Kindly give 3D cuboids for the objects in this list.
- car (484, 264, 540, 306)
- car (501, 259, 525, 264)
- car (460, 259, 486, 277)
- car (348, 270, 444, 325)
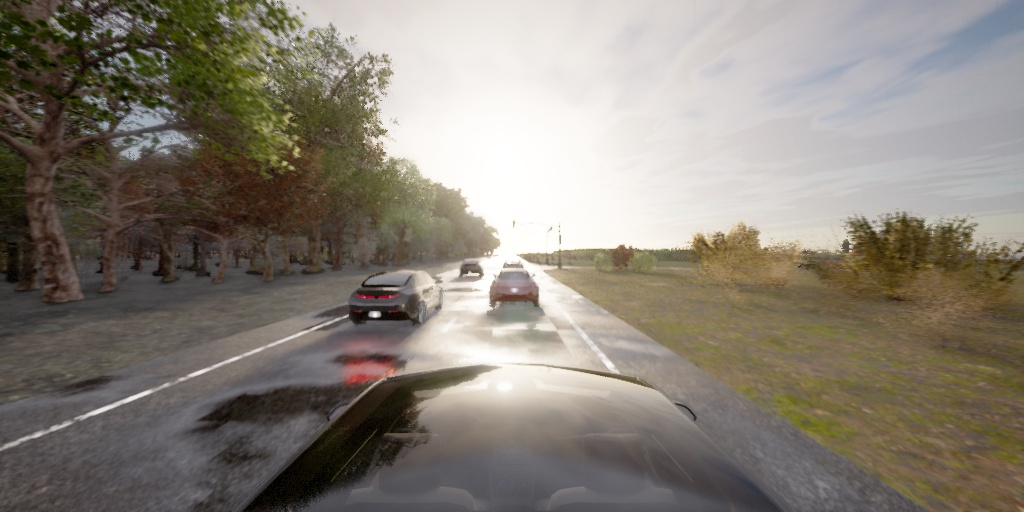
[{"bbox_3d":[0.091,1.195,15.088,1.994,1.385,4.181,0,0,0],"label":"car"},{"bbox_3d":[0.094,0.974,31.564,2.128,1.511,4.902,0,0,0],"label":"car"},{"bbox_3d":[-3.406,0.988,31.364,1.837,1.490,4.892,0,0,0],"label":"car"},{"bbox_3d":[-3.412,1.172,11.358,1.837,1.490,4.892,0,1,0],"label":"car"}]
